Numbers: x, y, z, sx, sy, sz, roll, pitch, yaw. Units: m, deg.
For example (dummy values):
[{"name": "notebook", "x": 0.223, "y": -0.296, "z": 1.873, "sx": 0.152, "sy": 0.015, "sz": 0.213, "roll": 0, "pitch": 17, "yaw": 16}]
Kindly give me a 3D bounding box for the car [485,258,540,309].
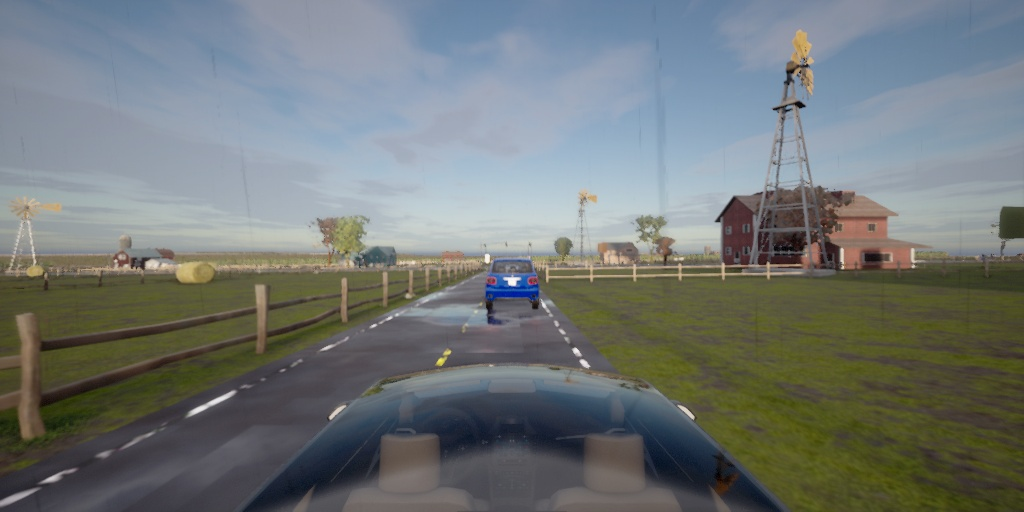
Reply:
[{"name": "car", "x": 0.008, "y": 1.101, "z": 15.881, "sx": 2.150, "sy": 2.045, "sz": 5.566, "roll": 0, "pitch": 0, "yaw": 0}]
